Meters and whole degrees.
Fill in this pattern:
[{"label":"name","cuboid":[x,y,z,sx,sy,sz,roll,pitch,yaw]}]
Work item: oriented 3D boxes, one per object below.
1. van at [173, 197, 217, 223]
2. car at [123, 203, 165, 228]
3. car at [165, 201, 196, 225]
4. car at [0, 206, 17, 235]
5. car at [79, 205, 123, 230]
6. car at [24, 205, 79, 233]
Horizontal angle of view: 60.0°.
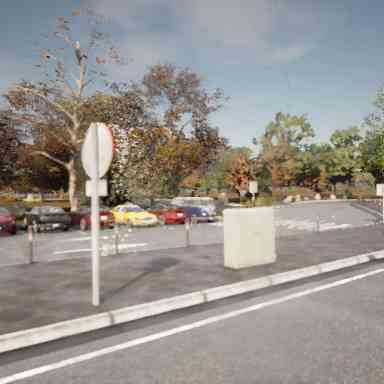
[{"label":"van","cuboid":[0.164,1.406,26.723,1.878,1.987,4.442,0,0,-36]},{"label":"car","cuboid":[-4.311,1.595,23.436,1.946,1.575,5.366,0,0,-36]},{"label":"car","cuboid":[-2.178,1.645,25.227,2.163,1.488,4.792,0,0,-36]},{"label":"car","cuboid":[-11.192,1.549,18.747,2.097,1.535,5.008,0,0,-36]},{"label":"car","cuboid":[-6.693,1.611,21.996,2.163,1.488,4.792,0,0,-36]},{"label":"car","cuboid":[-8.928,1.566,20.353,2.231,1.521,4.892,0,0,-36]}]
